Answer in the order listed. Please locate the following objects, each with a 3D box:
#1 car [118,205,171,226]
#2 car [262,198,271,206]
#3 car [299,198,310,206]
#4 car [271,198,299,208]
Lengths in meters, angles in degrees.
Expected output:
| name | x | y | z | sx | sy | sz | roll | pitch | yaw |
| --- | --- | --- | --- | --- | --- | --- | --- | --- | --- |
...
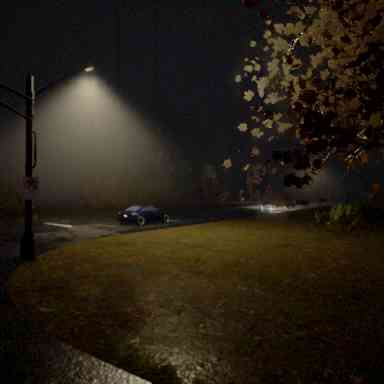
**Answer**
| name | x | y | z | sx | sy | sz | roll | pitch | yaw |
| --- | --- | --- | --- | --- | --- | --- | --- | --- | --- |
| car | -3.413 | 1.620 | 24.553 | 1.994 | 1.385 | 4.181 | 1 | 0 | 35 |
| car | 13.312 | 1.682 | 55.685 | 1.895 | 1.301 | 4.718 | 1 | 0 | 32 |
| car | 19.406 | 1.754 | 58.815 | 1.895 | 1.301 | 4.718 | 1 | 0 | 31 |
| car | 14.147 | 1.601 | 50.424 | 1.882 | 1.535 | 5.008 | 1 | 0 | 33 |
